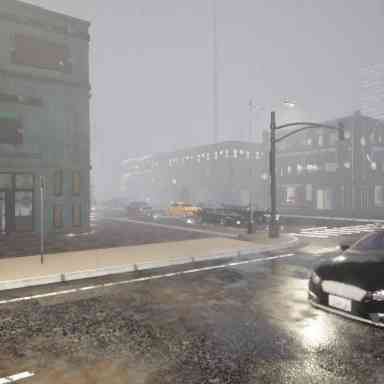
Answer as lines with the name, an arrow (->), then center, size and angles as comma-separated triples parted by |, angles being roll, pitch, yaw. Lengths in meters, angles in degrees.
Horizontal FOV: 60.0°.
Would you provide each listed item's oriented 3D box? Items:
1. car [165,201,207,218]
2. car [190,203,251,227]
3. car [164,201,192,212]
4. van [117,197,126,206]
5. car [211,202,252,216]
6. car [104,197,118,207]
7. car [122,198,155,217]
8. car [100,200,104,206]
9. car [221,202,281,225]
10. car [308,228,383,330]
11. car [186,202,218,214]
car -> -0.898, 1.803, 34.314 | 1.882, 1.535, 5.008 | -1, 0, -34
car -> 2.046, 1.814, 25.251 | 1.947, 1.339, 4.313 | -1, 0, -35
car -> -1.970, 1.965, 46.060 | 1.802, 1.307, 4.206 | -1, 0, -35
van -> -11.400, 1.906, 59.732 | 1.690, 1.788, 3.998 | -1, 0, -35
car -> 4.311, 1.809, 36.945 | 2.008, 1.369, 4.403 | -2, 0, -35
car -> -14.542, 1.939, 64.289 | 2.192, 1.841, 5.009 | -1, 0, -35
car -> -5.732, 1.846, 36.745 | 1.967, 1.590, 4.097 | -1, 0, -35
car -> -17.677, 2.227, 68.847 | 1.887, 1.381, 4.507 | -1, 0, -35
car -> 4.787, 1.702, 26.084 | 2.128, 1.511, 4.902 | -1, 0, -33
car -> 4.356, 1.490, 6.662 | 4.902, 1.511, 2.128 | 0, 0, -35
car -> 1.170, 1.903, 41.503 | 1.802, 1.307, 4.206 | -1, 0, -35
